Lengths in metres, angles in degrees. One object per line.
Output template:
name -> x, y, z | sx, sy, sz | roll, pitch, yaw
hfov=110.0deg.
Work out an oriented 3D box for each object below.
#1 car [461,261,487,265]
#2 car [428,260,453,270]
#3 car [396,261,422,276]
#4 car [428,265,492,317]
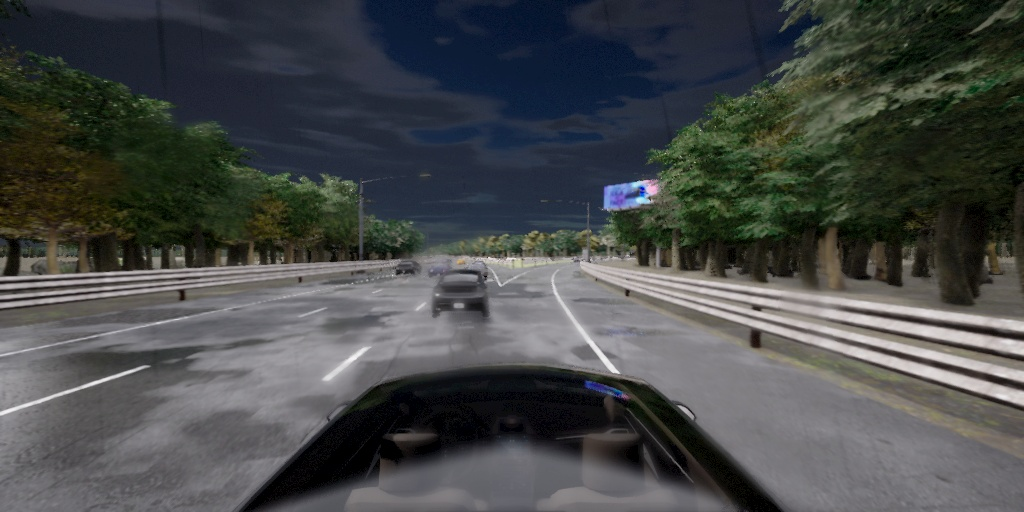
car -> -2.925, 1.334, 29.650 | 1.895, 1.301, 4.718 | 0, 0, -4
car -> -6.625, 1.327, 33.814 | 1.895, 1.301, 4.718 | 0, 0, -4
car -> -10.301, 1.224, 36.047 | 1.837, 1.490, 4.892 | 0, 0, -4
car -> -1.760, 1.246, 13.187 | 1.837, 1.490, 4.892 | 0, 0, -4
